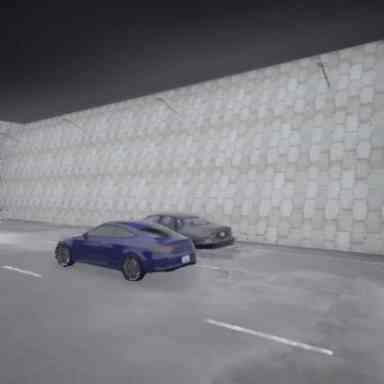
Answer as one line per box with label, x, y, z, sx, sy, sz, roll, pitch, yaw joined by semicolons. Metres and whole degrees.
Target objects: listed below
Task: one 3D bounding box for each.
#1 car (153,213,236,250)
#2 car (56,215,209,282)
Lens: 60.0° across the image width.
car;-0.957;1.550;13.275;5.357;1.411;2.033;0;0;36
car;-2.029;1.528;9.727;4.674;1.442;1.812;0;0;35
